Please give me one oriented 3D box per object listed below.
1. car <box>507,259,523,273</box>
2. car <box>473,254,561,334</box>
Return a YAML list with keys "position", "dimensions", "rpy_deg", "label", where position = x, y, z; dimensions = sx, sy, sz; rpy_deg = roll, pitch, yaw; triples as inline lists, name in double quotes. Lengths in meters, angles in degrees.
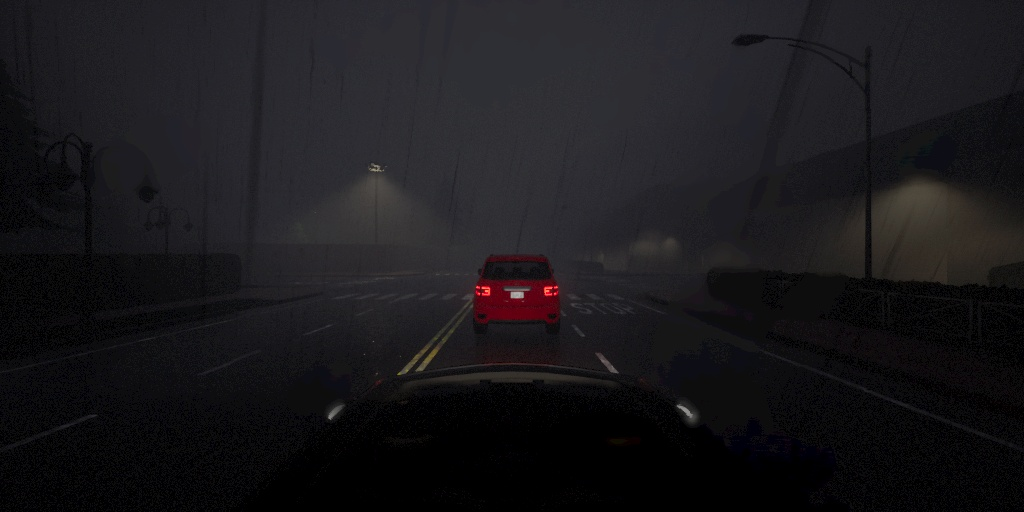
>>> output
- position: [0.361, 1.228, 45.613]
  dimensions: [1.882, 1.535, 5.008]
  rpy_deg: [0, 0, 1]
  label: "car"
- position: [0.122, 0.971, 10.760]
  dimensions: [2.150, 2.045, 5.566]
  rpy_deg: [0, 0, 0]
  label: "car"
